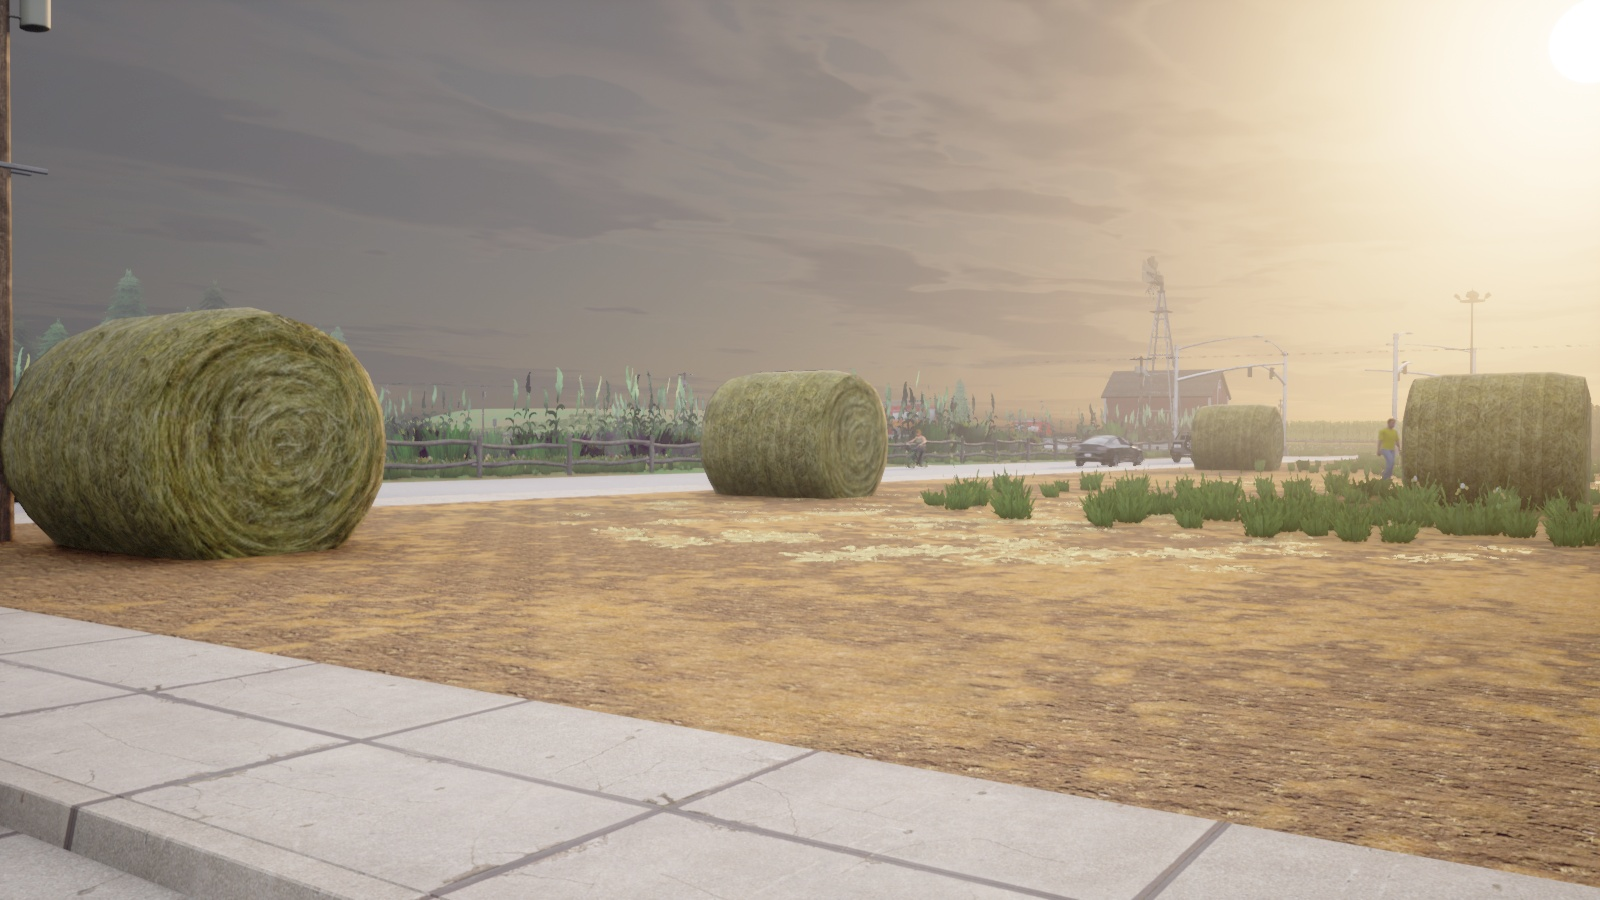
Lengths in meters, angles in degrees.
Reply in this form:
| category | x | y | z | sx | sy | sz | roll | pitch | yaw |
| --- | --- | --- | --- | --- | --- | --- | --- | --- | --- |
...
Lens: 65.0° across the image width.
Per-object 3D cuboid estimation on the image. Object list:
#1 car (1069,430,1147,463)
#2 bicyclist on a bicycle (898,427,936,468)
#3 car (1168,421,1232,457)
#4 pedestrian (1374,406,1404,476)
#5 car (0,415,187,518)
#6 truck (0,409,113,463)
| category | x | y | z | sx | sy | sz | roll | pitch | yaw |
| --- | --- | --- | --- | --- | --- | --- | --- | --- | --- |
| car | 14.237 | -0.202 | 57.895 | 1.812 | 1.442 | 4.674 | 0 | 1 | 36 |
| bicyclist on a bicycle | 4.732 | -0.110 | 50.890 | 0.866 | 1.612 | 1.509 | 0 | 1 | 37 |
| car | 21.697 | -0.616 | 68.016 | 1.932 | 1.855 | 4.605 | 0 | 1 | 36 |
| pedestrian | 15.622 | -0.247 | 33.321 | 0.354 | 1.836 | 0.706 | -1 | 1 | -14 |
| car | -14.509 | 0.280 | 24.794 | 1.905 | 1.878 | 3.866 | 0 | 1 | 36 |
| truck | -50.962 | -0.961 | 84.306 | 2.891 | 3.462 | 7.936 | 0 | 1 | 34 |
